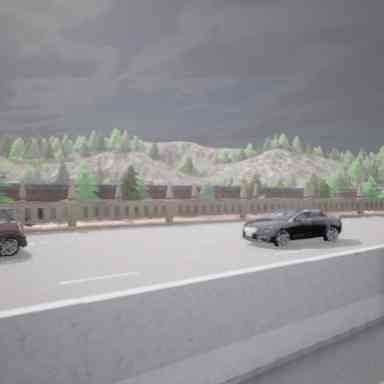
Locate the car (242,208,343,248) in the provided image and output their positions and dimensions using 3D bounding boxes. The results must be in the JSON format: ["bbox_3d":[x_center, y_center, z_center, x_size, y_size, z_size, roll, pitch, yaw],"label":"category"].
[{"bbox_3d":[4.458,1.456,14.611,4.902,1.511,2.128,0,0,-28],"label":"car"}]

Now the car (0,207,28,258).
[{"bbox_3d":[-8.010,1.300,10.962,4.553,1.767,2.097,0,0,-35],"label":"car"}]
